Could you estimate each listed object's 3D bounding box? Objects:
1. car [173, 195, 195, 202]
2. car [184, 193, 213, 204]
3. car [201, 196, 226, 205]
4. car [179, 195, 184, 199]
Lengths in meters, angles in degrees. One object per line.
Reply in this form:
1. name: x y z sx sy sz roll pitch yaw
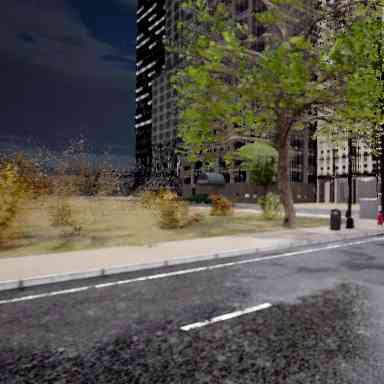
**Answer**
1. car: -1.735 1.440 71.391 2.033 1.411 5.357 1 -1 -34
2. car: 1.330 1.218 61.000 2.150 2.045 5.566 1 -1 -33
3. car: 4.058 1.538 62.731 2.128 1.511 4.902 1 -1 -34
4. car: -4.435 1.390 69.584 2.033 1.411 5.357 1 -1 -34
